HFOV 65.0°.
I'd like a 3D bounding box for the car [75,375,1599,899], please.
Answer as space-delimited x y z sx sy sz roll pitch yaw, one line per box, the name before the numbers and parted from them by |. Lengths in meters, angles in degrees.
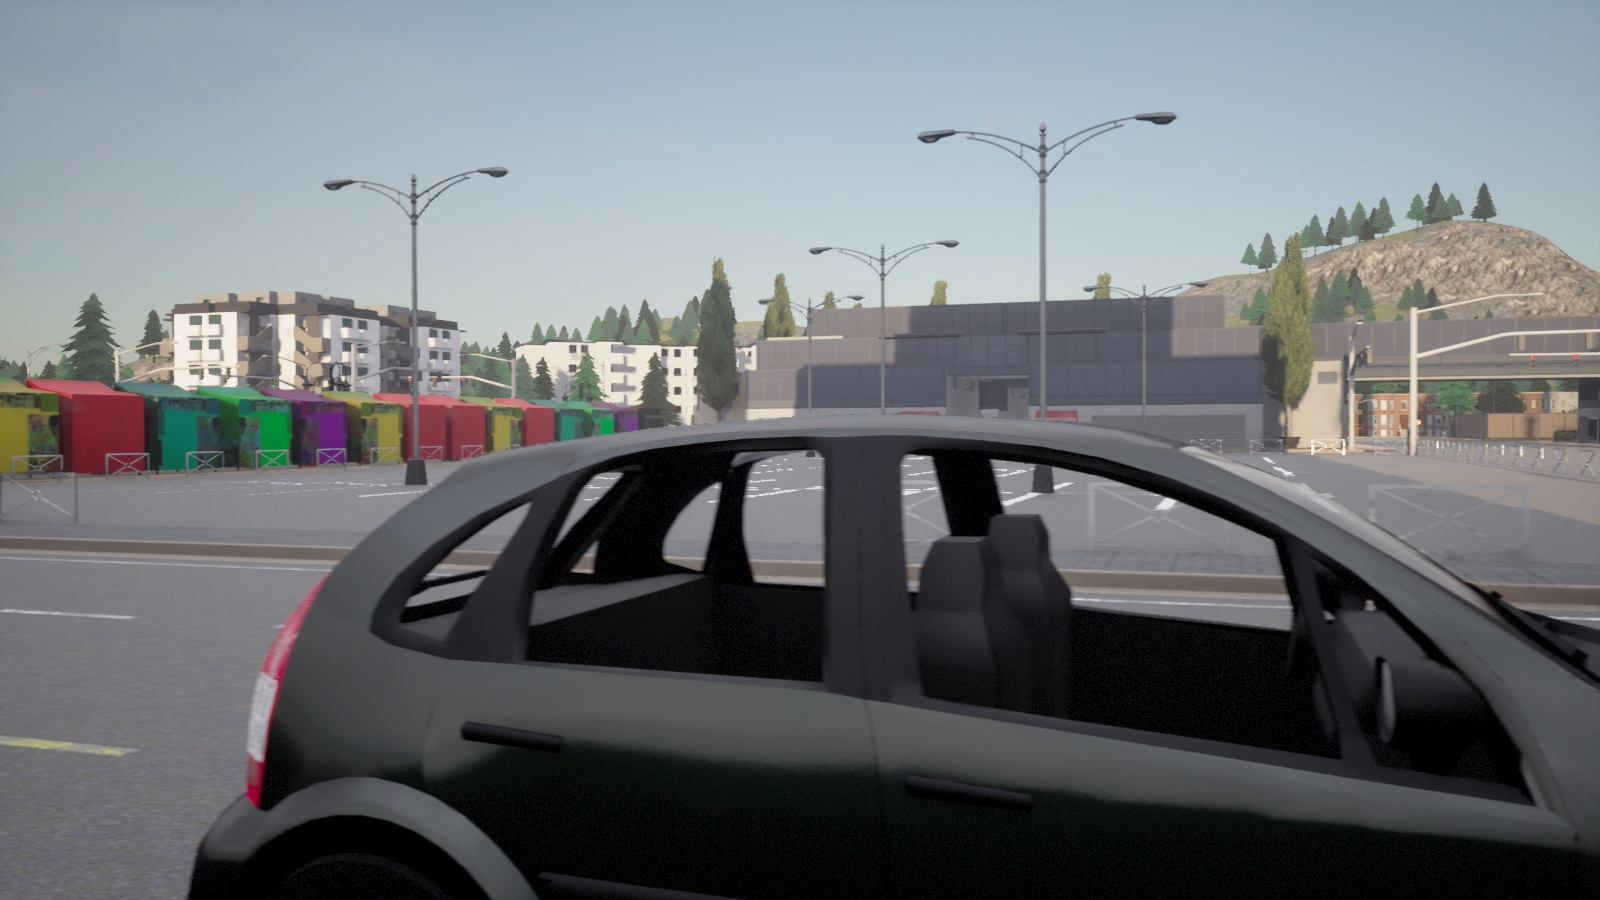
car | 0.602 0.679 2.989 3.988 1.617 1.851 1 1 19
